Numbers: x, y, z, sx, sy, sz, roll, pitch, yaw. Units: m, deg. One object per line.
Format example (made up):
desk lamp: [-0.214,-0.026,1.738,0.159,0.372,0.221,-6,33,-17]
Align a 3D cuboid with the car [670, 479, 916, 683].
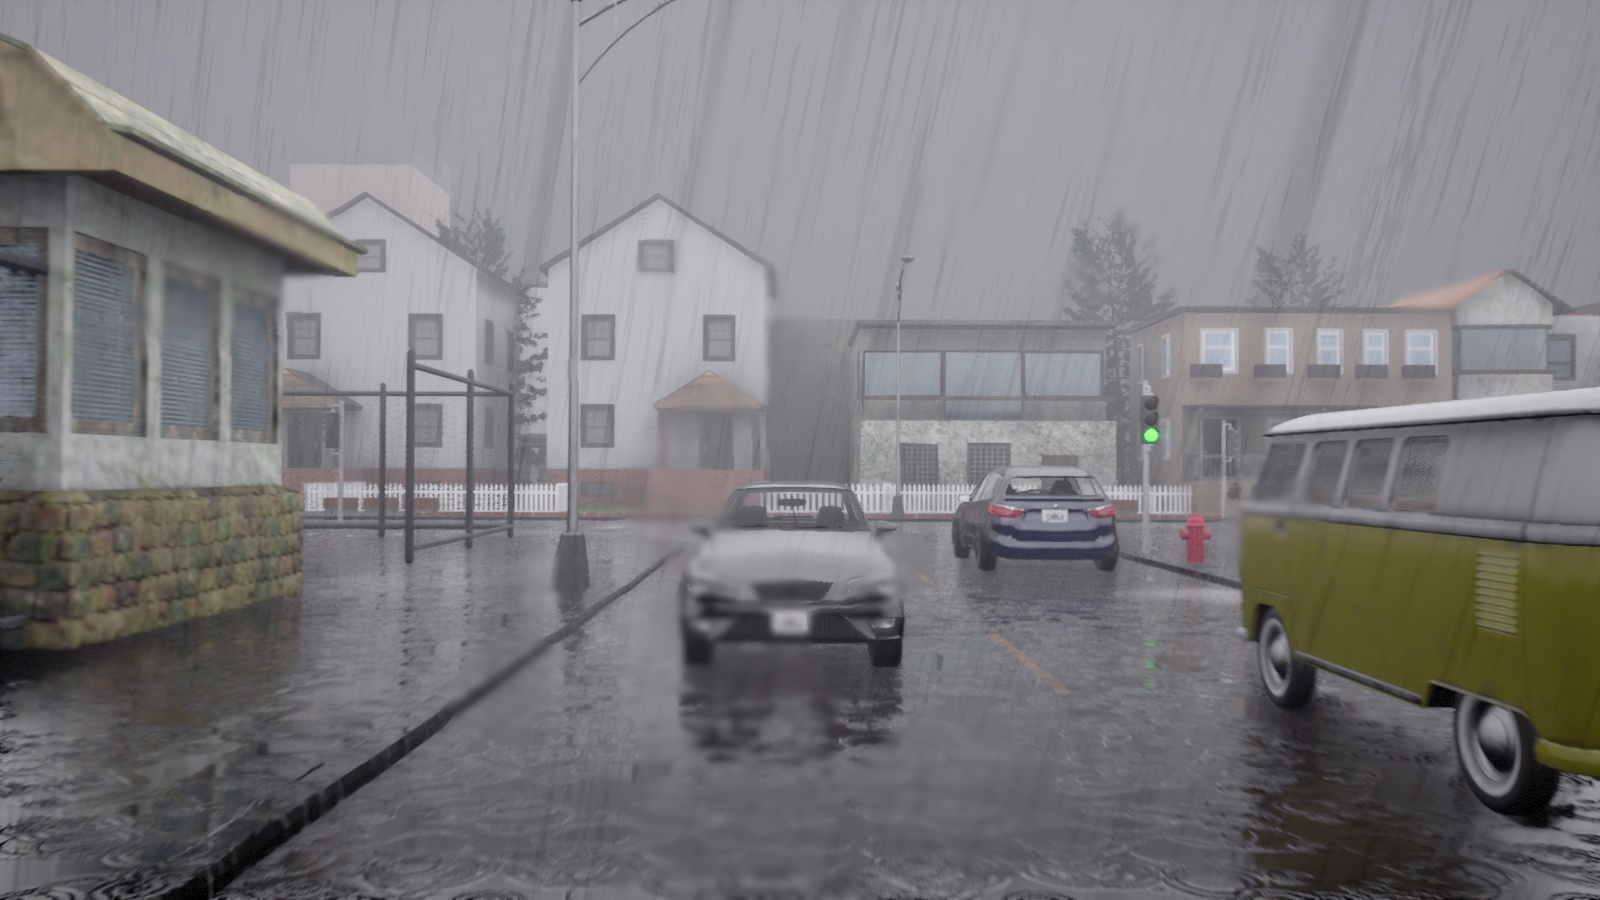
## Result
car: [-0.051,1.016,11.390,1.816,1.474,4.193,0,-1,0]

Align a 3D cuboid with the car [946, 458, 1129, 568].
car: [3.899,0.998,21.498,2.242,1.667,4.611,0,-1,0]

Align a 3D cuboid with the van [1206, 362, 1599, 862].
van: [3.966,0.672,7.232,1.775,1.987,4.442,0,-1,0]
